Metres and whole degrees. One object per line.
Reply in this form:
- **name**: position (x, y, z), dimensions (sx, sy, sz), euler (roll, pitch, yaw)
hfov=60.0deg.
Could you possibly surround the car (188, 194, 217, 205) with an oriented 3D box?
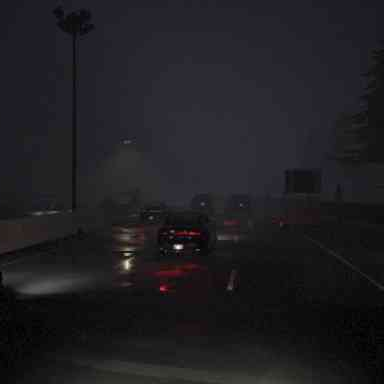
- **car**: position (0.861, 1.216, 32.854), dimensions (2.150, 2.045, 5.566), euler (0, -1, -2)

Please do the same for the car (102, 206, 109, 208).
- **car**: position (-10.909, 1.564, 42.752), dimensions (1.994, 1.385, 4.181), euler (0, 0, -9)

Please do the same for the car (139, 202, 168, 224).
- **car**: position (-2.612, 1.492, 24.539), dimensions (2.128, 1.511, 4.902), euler (0, 0, 2)

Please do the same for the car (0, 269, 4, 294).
- **car**: position (-5.124, 1.504, 4.893), dimensions (1.837, 1.490, 4.892), euler (0, 0, 13)

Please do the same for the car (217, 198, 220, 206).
- **car**: position (3.323, 1.478, 43.219), dimensions (1.882, 1.535, 5.008), euler (0, 0, -7)

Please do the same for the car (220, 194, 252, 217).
- **car**: position (4.281, 1.223, 31.761), dimensions (2.150, 2.045, 5.566), euler (0, 0, 0)

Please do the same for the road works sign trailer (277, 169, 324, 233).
- **road works sign trailer**: position (6.587, 0.464, 19.229), dimensions (2.380, 3.560, 2.880), euler (0, 0, -15)

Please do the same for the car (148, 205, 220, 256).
- **car**: position (-0.091, 1.507, 13.236), dimensions (1.837, 1.490, 4.892), euler (0, 1, 8)
